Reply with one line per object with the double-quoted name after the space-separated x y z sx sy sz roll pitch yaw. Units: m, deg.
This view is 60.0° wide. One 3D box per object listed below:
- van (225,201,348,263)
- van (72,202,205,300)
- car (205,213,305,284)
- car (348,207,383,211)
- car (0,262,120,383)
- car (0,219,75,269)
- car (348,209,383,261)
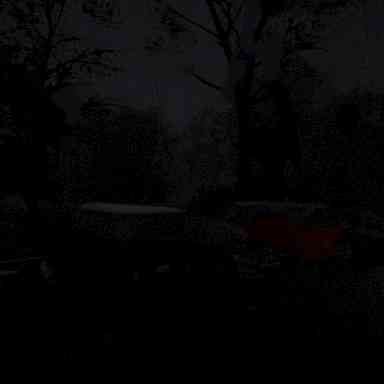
2.762 1.329 11.696 1.878 1.987 4.442 1 0 -35 "van"
-1.840 1.282 8.418 1.878 1.987 4.442 1 0 -35 "van"
0.523 1.532 9.966 2.231 1.521 4.892 1 0 -35 "car"
7.305 1.476 14.831 2.185 1.767 4.553 1 0 -35 "car"
-2.855 1.513 1.649 4.674 1.442 1.812 1 0 -35 "car"
-4.154 1.357 6.586 2.185 1.767 4.553 1 0 -35 "car"
5.020 1.578 13.171 2.097 1.535 5.008 1 0 -35 "car"
